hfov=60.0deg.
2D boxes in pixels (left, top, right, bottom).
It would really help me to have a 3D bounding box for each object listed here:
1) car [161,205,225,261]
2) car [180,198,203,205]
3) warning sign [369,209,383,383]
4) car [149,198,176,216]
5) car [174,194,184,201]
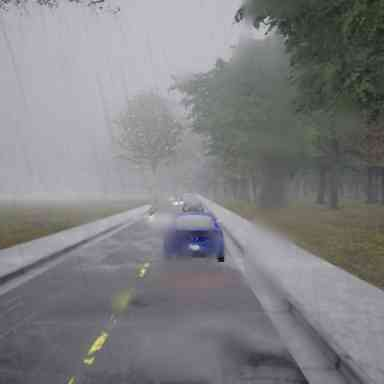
[{"bbox_3d":[0.088,1.454,12.152,1.882,1.535,5.008,0,0,0],"label":"car"},{"bbox_3d":[0.089,1.531,30.959,1.895,1.301,4.718,0,0,0],"label":"car"},{"bbox_3d":[2.517,1.110,2.979,1.300,1.860,1.060,0,0,0],"label":"warning sign"},{"bbox_3d":[-2.856,1.493,31.414,1.994,1.385,4.181,0,0,0],"label":"car"},{"bbox_3d":[-2.771,1.278,72.026,2.128,1.511,4.902,0,0,0],"label":"car"}]
